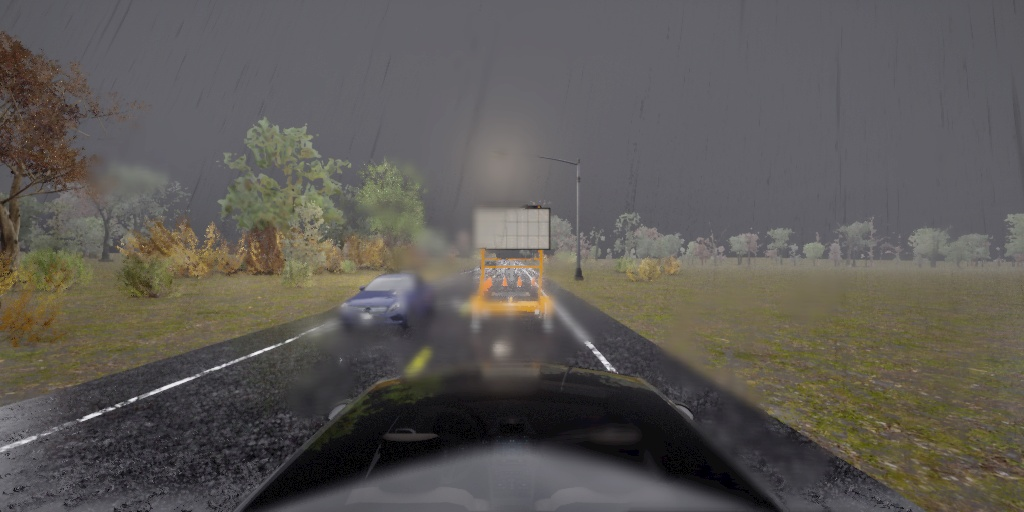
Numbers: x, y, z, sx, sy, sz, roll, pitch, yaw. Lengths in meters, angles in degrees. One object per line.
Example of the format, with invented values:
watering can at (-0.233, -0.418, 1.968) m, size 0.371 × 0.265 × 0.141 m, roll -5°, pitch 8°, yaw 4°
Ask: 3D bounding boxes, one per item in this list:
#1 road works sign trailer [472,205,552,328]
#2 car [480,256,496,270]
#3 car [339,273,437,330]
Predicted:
road works sign trailer at (0.001, 0.216, 11.340) m, size 2.380 × 3.560 × 2.880 m, roll 0°, pitch 0°, yaw 0°
car at (-3.594, 1.000, 54.119) m, size 2.150 × 2.045 × 5.566 m, roll 0°, pitch 0°, yaw 0°
car at (-3.613, 1.277, 11.308) m, size 1.812 × 1.442 × 4.674 m, roll 0°, pitch 0°, yaw 0°
